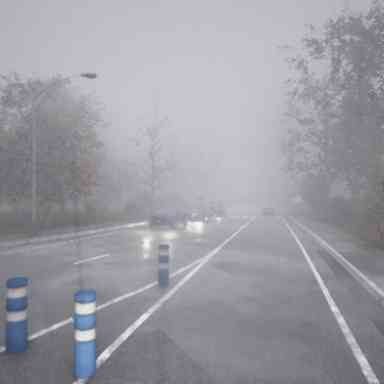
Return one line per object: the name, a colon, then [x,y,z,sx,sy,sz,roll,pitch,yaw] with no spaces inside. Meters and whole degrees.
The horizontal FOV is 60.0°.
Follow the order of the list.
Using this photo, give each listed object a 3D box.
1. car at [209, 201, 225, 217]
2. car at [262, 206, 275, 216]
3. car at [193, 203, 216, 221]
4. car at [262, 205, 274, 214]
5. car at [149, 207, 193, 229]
car: [3.249,2.294,45.645,2.150,2.045,5.566,1,-2,13]
car: [12.184,3.020,53.285,1.994,1.385,4.181,1,-2,13]
car: [0.770,2.209,35.319,2.128,1.511,4.902,1,-2,14]
car: [14.360,3.264,62.913,2.033,1.411,5.357,1,-1,13]
car: [-1.687,1.847,25.149,1.882,1.535,5.008,1,-2,14]
